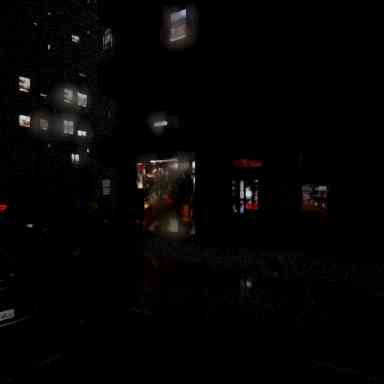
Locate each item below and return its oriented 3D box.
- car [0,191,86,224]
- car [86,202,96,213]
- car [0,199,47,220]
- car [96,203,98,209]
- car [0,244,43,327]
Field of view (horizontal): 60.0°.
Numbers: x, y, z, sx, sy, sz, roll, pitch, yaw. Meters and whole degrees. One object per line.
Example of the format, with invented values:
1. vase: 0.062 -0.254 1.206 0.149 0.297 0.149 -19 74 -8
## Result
1. car: -10.063 1.038 21.466 2.150 2.045 5.566 0 1 35
2. car: -10.763 0.994 26.253 2.150 2.045 5.566 0 1 35
3. car: -14.013 1.350 26.106 2.008 1.369 4.403 1 1 35
4. car: -10.917 1.250 30.527 1.752 1.417 4.829 1 1 35
5. car: -4.480 1.551 6.082 4.403 1.369 2.008 0 0 36
